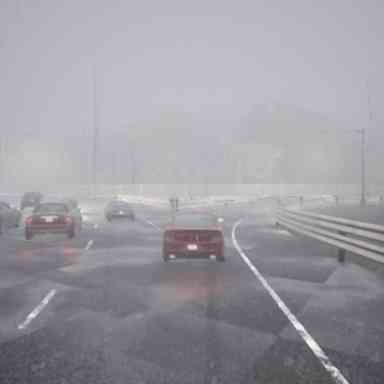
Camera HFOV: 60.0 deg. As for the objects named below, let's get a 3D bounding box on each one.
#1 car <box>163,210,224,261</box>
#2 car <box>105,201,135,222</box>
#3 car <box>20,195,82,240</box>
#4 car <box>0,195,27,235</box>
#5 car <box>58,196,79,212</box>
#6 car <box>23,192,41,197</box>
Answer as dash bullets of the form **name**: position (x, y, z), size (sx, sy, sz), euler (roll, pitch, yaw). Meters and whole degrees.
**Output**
- **car**: position (0.116, 1.391, 11.902), size (1.882, 1.535, 5.008), euler (0, 1, 2)
- **car**: position (-5.494, 1.384, 25.053), size (1.994, 1.385, 4.181), euler (0, 0, -17)
- **car**: position (-6.783, 1.233, 16.715), size (2.097, 1.767, 4.553), euler (0, 1, -13)
- **car**: position (-10.658, 1.225, 17.721), size (2.097, 1.767, 4.553), euler (0, 0, -14)
- **car**: position (-13.331, 1.249, 35.800), size (1.837, 1.490, 4.892), euler (0, 0, -24)
- **car**: position (-17.415, 0.963, 36.268), size (2.150, 2.045, 5.566), euler (0, 0, -26)
